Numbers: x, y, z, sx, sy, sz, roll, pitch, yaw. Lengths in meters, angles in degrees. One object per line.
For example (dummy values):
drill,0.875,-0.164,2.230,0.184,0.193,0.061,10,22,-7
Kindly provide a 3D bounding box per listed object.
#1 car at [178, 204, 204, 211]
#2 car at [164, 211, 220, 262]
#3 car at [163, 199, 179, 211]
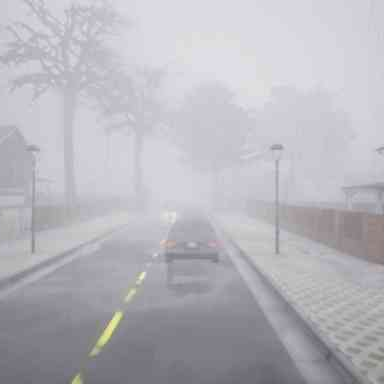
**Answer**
car,0.020,1.723,28.881,1.812,1.442,4.674,0,0,0
car,0.007,1.657,12.503,2.033,1.411,5.357,0,0,0
car,-2.775,1.734,44.532,2.128,1.511,4.902,0,0,0
